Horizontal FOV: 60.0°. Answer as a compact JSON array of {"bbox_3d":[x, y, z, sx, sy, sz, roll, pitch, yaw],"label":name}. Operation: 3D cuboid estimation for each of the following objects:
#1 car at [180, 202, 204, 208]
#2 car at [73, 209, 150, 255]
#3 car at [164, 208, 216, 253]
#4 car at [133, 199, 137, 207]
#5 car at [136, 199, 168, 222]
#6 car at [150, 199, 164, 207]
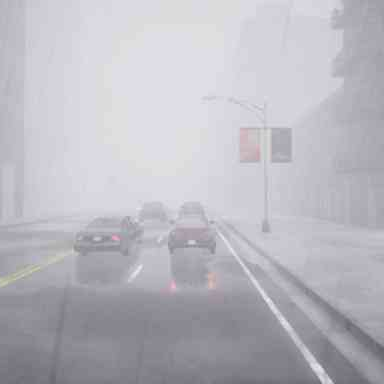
[{"bbox_3d":[0.012,1.607,28.998,2.097,1.767,4.553,0,-1,0],"label":"car"},{"bbox_3d":[-3.244,1.675,13.916,2.033,1.411,5.357,0,0,0],"label":"car"},{"bbox_3d":[0.012,1.657,14.318,1.812,1.442,4.674,0,0,0],"label":"car"},{"bbox_3d":[-9.773,2.018,62.509,2.128,1.511,4.902,0,0,1],"label":"car"},{"bbox_3d":[-3.236,1.607,28.997,2.097,1.767,4.553,0,-1,0],"label":"car"},{"bbox_3d":[-6.523,2.019,62.507,2.128,1.511,4.902,0,0,1],"label":"car"}]
